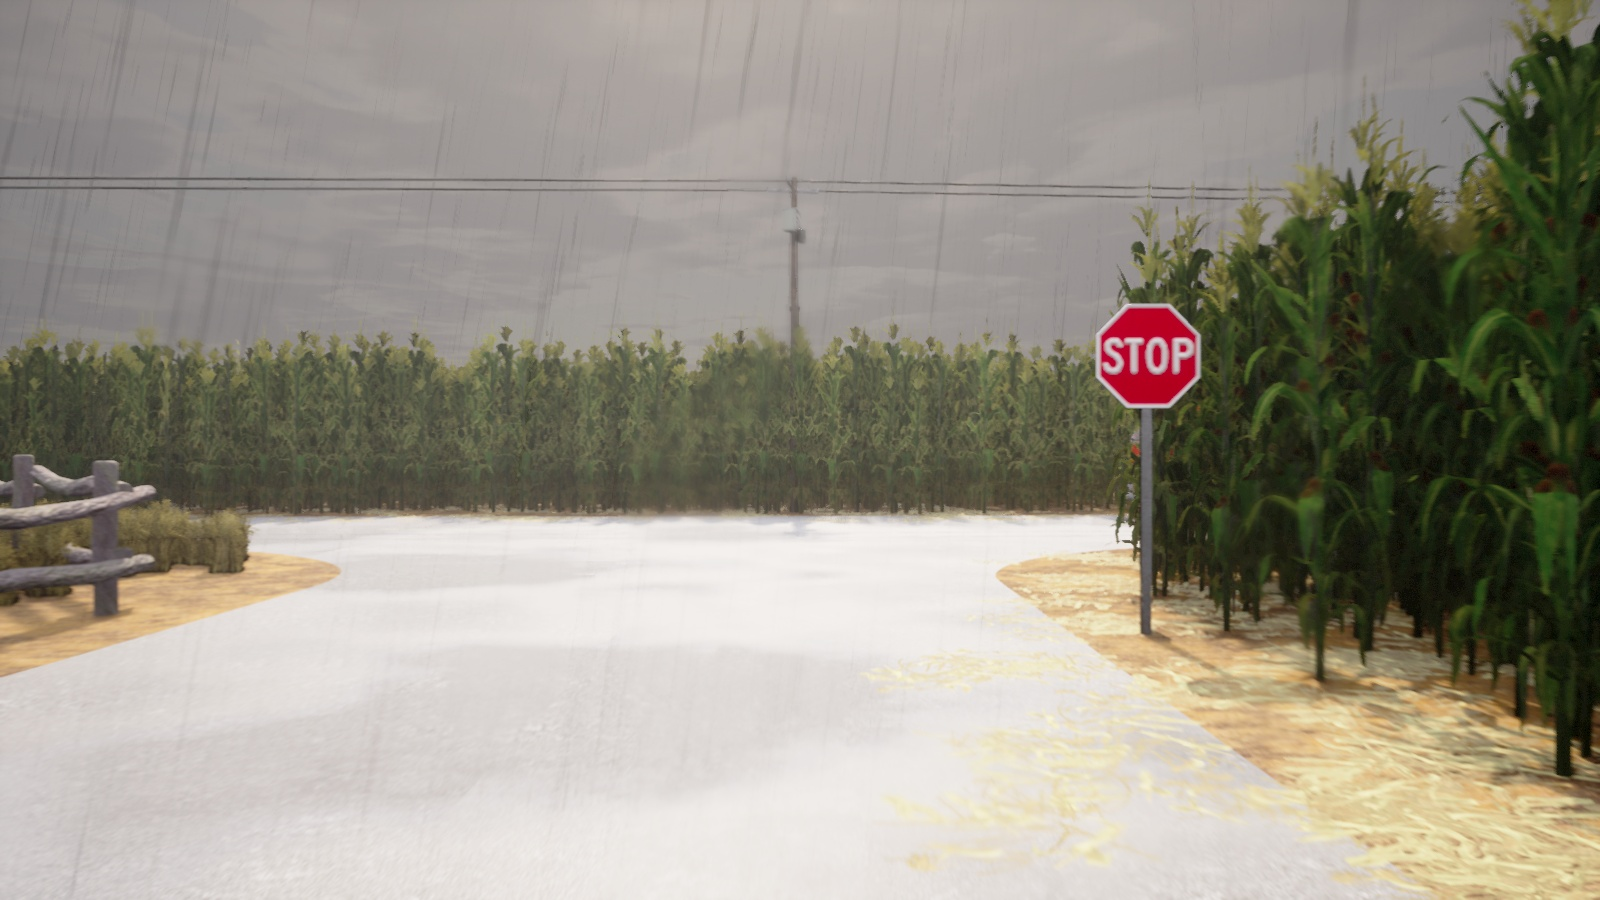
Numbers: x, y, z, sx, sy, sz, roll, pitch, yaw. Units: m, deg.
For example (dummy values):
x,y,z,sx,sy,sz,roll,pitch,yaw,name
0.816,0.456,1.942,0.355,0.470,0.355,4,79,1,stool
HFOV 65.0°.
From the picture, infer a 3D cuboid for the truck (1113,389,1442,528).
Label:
x,y,z,sx,sy,sz,roll,pitch,yaw,name
8.886,0.127,23.809,5.204,2.467,2.627,0,1,-2,truck
